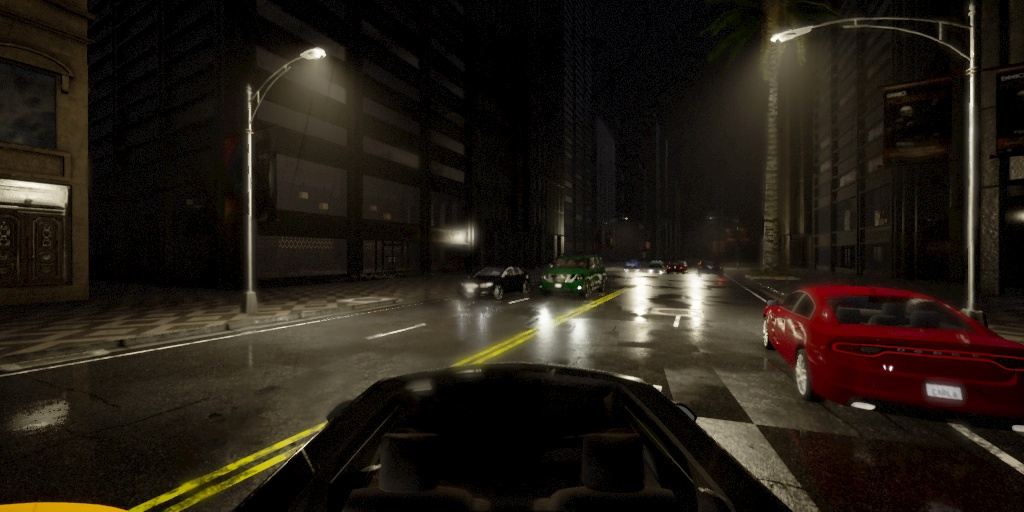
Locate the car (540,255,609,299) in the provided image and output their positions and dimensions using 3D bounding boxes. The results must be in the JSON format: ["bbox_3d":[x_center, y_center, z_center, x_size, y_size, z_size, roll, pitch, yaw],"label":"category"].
[{"bbox_3d":[3.327,0.974,18.496,2.150,2.045,5.566,0,0,27],"label":"car"}]

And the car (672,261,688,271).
[{"bbox_3d":[23.534,1.379,50.232,1.895,1.301,4.718,0,0,27],"label":"car"}]

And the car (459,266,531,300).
[{"bbox_3d":[-0.692,1.243,17.790,2.128,1.511,4.902,0,0,27],"label":"car"}]

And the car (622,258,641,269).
[{"bbox_3d":[18.713,1.306,55.474,1.812,1.442,4.674,0,0,27],"label":"car"}]

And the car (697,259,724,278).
[{"bbox_3d":[19.287,1.116,34.911,2.097,1.767,4.553,0,0,27],"label":"car"}]

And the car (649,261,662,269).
[{"bbox_3d":[22.292,1.383,55.319,1.895,1.301,4.718,0,0,27],"label":"car"}]

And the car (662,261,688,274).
[{"bbox_3d":[18.647,1.315,40.733,2.033,1.411,5.357,0,0,27],"label":"car"}]

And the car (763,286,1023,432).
[{"bbox_3d":[5.513,1.228,5.834,1.882,1.535,5.008,0,0,27],"label":"car"}]
